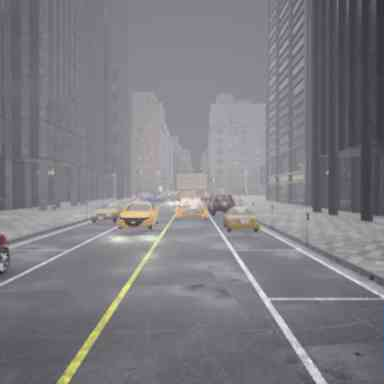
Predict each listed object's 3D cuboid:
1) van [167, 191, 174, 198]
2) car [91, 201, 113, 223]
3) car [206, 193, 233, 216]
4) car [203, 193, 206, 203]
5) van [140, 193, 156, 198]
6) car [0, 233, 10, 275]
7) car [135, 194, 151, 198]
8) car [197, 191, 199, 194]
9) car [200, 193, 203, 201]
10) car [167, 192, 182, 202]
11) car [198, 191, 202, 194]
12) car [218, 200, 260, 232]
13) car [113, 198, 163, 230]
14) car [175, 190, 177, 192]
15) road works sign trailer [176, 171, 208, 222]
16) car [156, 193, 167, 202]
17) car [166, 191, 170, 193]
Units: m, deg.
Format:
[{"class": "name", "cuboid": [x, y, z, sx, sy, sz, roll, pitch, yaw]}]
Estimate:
[{"class": "van", "cuboid": [-5.857, 0.604, 91.840, 1.690, 1.788, 3.998, 0, 1, 0]}, {"class": "car", "cuboid": [-5.867, 1.350, 23.958, 1.752, 1.417, 4.829, 0, 0, 1]}, {"class": "car", "cuboid": [2.666, 1.101, 29.779, 2.192, 1.841, 5.009, 0, 0, 0]}, {"class": "car", "cuboid": [2.666, 1.061, 35.419, 2.192, 1.841, 5.009, 0, 0, 0]}, {"class": "van", "cuboid": [-5.859, 1.046, 41.081, 1.690, 1.788, 3.998, 0, 0, 0]}, {"class": "car", "cuboid": [-5.859, 1.382, 7.241, 1.967, 1.590, 4.097, 0, 0, 0]}, {"class": "car", "cuboid": [-5.860, 1.272, 35.271, 1.752, 1.417, 4.829, 0, 0, 0]}, {"class": "car", "cuboid": [2.669, 0.960, 74.895, 1.887, 1.381, 4.507, 0, 1, 0]}, {"class": "car", "cuboid": [2.668, 1.164, 52.339, 2.008, 1.369, 4.403, 0, 0, 0]}, {"class": "car", "cuboid": [-3.034, 1.144, 60.581, 1.895, 1.301, 4.718, 0, 1, 1]}, {"class": "car", "cuboid": [2.668, 0.956, 63.616, 1.967, 1.590, 4.097, 0, 1, 0]}, {"class": "car", "cuboid": [2.667, 1.386, 18.712, 1.752, 1.417, 4.829, 0, 0, 1]}, {"class": "car", "cuboid": [-3.100, 1.329, 20.033, 1.882, 1.535, 5.008, 0, 0, 0]}, {"class": "car", "cuboid": [-5.857, 0.630, 86.199, 2.192, 1.841, 5.009, 0, 1, 0]}, {"class": "road works sign trailer", "cuboid": [0.000, 0.288, 24.238, 2.380, 3.560, 2.880, 0, 0, 0]}, {"class": "car", "cuboid": [-5.858, 1.147, 58.002, 1.802, 1.307, 4.206, 0, 0, 0]}, {"class": "car", "cuboid": [-5.858, 0.956, 63.641, 1.967, 1.590, 4.097, 0, 0, 0]}]
